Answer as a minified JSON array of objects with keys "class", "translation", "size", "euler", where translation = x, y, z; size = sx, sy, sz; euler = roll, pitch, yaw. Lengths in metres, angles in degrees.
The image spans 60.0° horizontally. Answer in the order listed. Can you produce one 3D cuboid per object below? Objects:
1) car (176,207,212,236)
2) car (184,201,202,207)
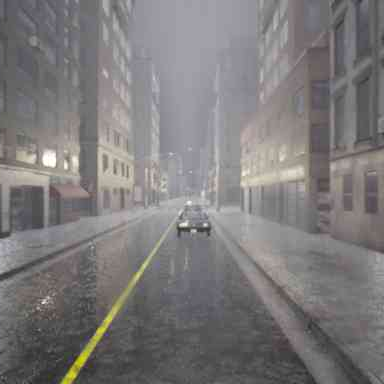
[{"class":"car","translation":[0.097,1.759,19.546],"size":[1.895,1.301,4.718],"euler":[0,0,0]},{"class":"car","translation":[0.094,1.785,36.963],"size":[2.128,1.511,4.902],"euler":[0,0,0]}]
